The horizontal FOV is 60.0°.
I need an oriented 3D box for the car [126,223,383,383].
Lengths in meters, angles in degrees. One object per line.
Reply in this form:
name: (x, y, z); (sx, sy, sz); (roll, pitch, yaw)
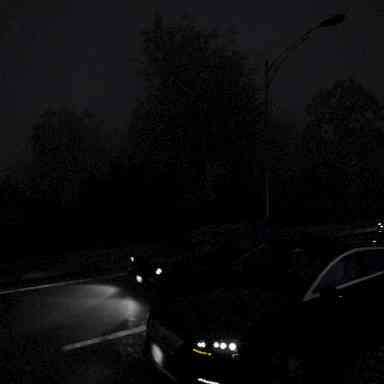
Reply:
car: (1.698, 1.445, 4.890); (4.902, 1.511, 2.128); (-1, 1, -32)

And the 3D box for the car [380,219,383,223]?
car: (9.706, 1.178, 13.604); (4.892, 1.490, 1.837); (-2, 1, -27)

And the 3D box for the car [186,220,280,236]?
car: (1.094, 1.471, 8.694); (5.357, 1.411, 2.033); (-1, 1, -32)
